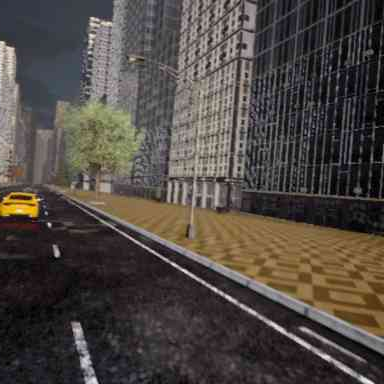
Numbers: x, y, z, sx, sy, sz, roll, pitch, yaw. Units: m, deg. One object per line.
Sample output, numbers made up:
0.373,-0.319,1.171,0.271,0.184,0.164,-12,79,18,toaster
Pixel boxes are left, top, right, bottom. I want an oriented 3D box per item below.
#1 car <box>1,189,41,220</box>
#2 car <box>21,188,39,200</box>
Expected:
-10.433,0.791,20.389,1.882,1.535,5.008,4,0,-25,car
-20.846,0.238,42.907,1.895,1.301,4.718,4,0,-25,car
